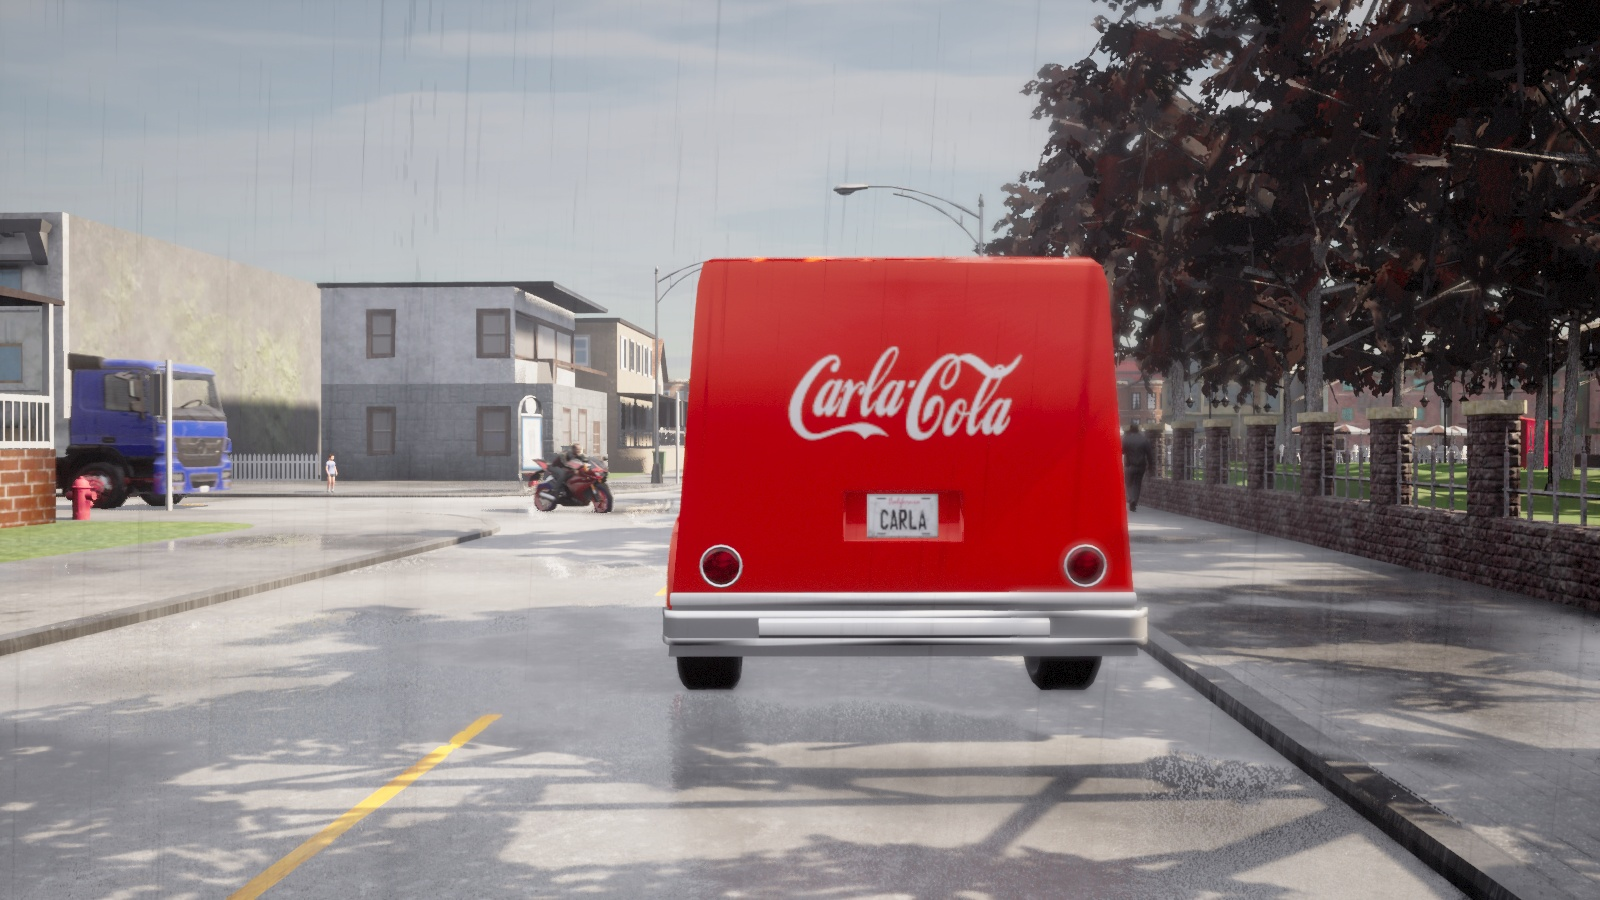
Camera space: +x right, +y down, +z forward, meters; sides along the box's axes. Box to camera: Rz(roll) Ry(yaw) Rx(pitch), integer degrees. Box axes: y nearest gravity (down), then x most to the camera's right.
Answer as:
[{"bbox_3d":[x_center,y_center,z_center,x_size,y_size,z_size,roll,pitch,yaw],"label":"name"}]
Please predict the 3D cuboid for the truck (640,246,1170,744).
[{"bbox_3d":[0.519,0.210,8.828,2.627,2.467,5.204,0,0,0],"label":"truck"}]

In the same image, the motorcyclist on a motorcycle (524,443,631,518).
[{"bbox_3d":[-4.787,0.625,26.964,2.191,1.530,0.866,0,2,30],"label":"motorcyclist on a motorcycle"}]

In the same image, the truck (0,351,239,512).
[{"bbox_3d":[-17.401,-0.411,28.699,7.936,3.462,2.891,0,0,3],"label":"truck"}]

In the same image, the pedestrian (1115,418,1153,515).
[{"bbox_3d":[6.638,0.321,24.961,0.563,1.883,0.849,0,0,3],"label":"pedestrian"}]

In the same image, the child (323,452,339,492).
[{"bbox_3d":[-13.211,0.626,35.382,0.394,1.110,0.255,0,0,36],"label":"child"}]
